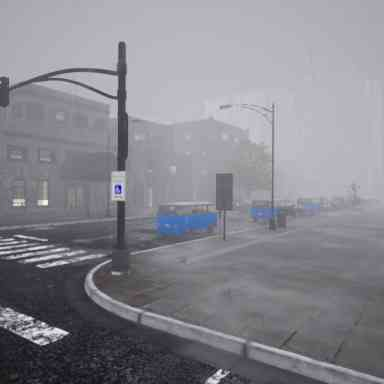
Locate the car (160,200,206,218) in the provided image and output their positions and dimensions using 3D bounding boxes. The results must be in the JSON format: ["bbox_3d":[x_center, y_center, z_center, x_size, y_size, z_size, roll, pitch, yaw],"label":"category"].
[{"bbox_3d":[-0.728,1.558,31.408,1.752,1.417,4.829,0,0,35],"label":"car"}]

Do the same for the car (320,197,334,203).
[{"bbox_3d":[31.126,1.791,76.719,1.947,1.339,4.313,0,0,35],"label":"car"}]

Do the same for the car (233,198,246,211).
[{"bbox_3d":[5.722,1.506,40.583,1.967,1.590,4.097,0,0,35],"label":"car"}]

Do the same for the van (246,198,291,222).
[{"bbox_3d":[6.216,1.436,26.713,1.690,1.788,3.998,0,0,35],"label":"van"}]

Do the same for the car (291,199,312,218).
[{"bbox_3d":[9.390,1.655,31.230,1.887,1.381,4.507,0,0,35],"label":"car"}]

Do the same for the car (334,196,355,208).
[{"bbox_3d":[22.095,1.497,49.300,2.192,1.841,5.009,0,0,35],"label":"car"}]

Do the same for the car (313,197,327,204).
[{"bbox_3d":[27.853,1.728,72.062,1.752,1.417,4.829,0,0,35],"label":"car"}]

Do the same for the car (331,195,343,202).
[{"bbox_3d":[37.478,1.711,85.753,1.967,1.590,4.097,0,0,35],"label":"car"}]

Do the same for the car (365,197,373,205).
[{"bbox_3d":[34.796,1.809,67.368,1.887,1.381,4.507,0,0,35],"label":"car"}]

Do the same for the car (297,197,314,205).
[{"bbox_3d":[21.600,1.705,63.167,1.887,1.381,4.507,0,0,35],"label":"car"}]

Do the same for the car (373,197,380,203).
[{"bbox_3d":[44.324,1.899,80.919,1.947,1.339,4.313,0,0,35],"label":"car"}]

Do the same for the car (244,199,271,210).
[{"bbox_3d":[8.897,1.628,45.100,1.887,1.381,4.507,0,0,35],"label":"car"}]

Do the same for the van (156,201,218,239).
[{"bbox_3d":[-0.136,1.406,17.679,1.690,1.788,3.998,0,0,35],"label":"van"}]

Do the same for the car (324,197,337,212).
[{"bbox_3d":[15.840,1.671,40.404,1.752,1.417,4.829,0,0,35],"label":"car"}]

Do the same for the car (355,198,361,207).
[{"bbox_3d":[25.271,1.516,53.817,2.192,1.841,5.009,0,0,35],"label":"car"}]

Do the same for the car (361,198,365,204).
[{"bbox_3d":[28.543,1.747,58.473,1.752,1.417,4.829,0,0,35],"label":"car"}]

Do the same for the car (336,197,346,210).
[{"bbox_3d":[18.917,1.729,44.781,1.947,1.339,4.313,0,0,35],"label":"car"}]

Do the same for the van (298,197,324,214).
[{"bbox_3d":[12.567,1.468,35.747,1.690,1.788,3.998,0,0,35],"label":"van"}]

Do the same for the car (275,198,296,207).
[{"bbox_3d":[15.248,1.665,54.133,1.887,1.381,4.507,0,0,35],"label":"car"}]

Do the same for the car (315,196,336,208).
[{"bbox_3d":[21.135,1.522,52.430,2.097,1.767,4.553,1,0,35],"label":"car"}]
